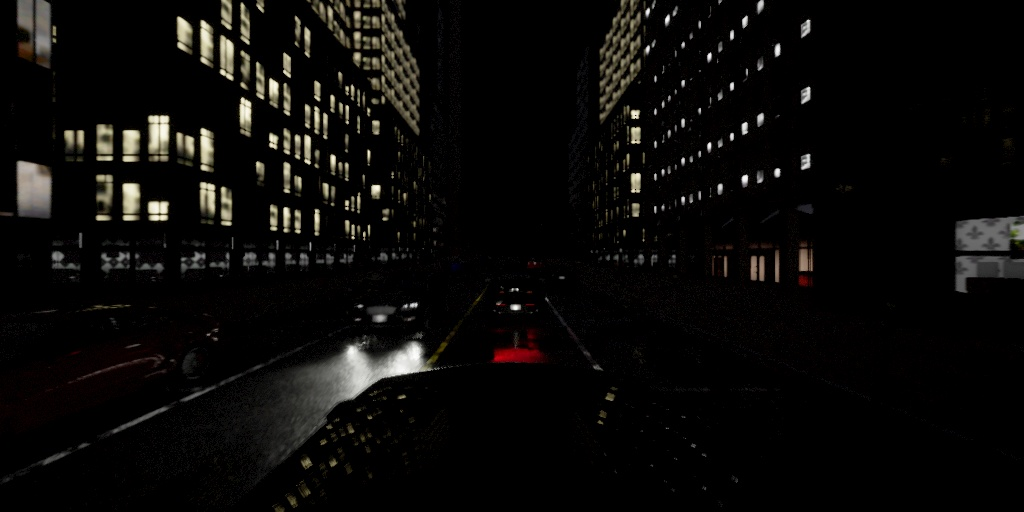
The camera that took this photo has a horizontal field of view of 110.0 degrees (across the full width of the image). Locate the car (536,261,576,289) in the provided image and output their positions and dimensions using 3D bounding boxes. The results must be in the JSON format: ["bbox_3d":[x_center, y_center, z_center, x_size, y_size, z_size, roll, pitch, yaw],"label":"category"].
[{"bbox_3d":[2.695,1.194,21.462,1.948,1.339,4.313,0,0,0],"label":"car"}]

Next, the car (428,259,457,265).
[{"bbox_3d":[-5.684,1.137,27.169,1.888,1.381,4.507,0,0,0],"label":"car"}]

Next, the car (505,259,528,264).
[{"bbox_3d":[0.107,1.176,29.896,1.895,1.301,4.718,0,0,0],"label":"car"}]

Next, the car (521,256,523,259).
[{"bbox_3d":[2.705,0.989,55.613,1.802,1.307,4.207,0,0,0],"label":"car"}]

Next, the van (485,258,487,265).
[{"bbox_3d":[-5.674,0.708,61.322,1.690,1.789,3.998,0,0,0],"label":"van"}]

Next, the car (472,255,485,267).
[{"bbox_3d":[-5.676,0.846,55.629,1.967,1.591,4.097,0,0,0],"label":"car"}]

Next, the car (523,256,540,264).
[{"bbox_3d":[2.702,0.922,44.228,1.967,1.591,4.097,0,0,0],"label":"car"}]

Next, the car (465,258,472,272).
[{"bbox_3d":[-5.681,1.101,38.554,1.802,1.307,4.207,0,0,0],"label":"car"}]

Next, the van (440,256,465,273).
[{"bbox_3d":[-5.682,0.896,32.861,1.690,1.789,3.998,0,0,0],"label":"van"}]

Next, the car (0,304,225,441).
[{"bbox_3d":[-5.690,1.315,4.399,1.802,1.307,4.207,0,0,0],"label":"car"}]

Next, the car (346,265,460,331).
[{"bbox_3d":[-3.090,1.185,10.841,2.128,1.511,4.902,0,0,0],"label":"car"}]

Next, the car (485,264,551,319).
[{"bbox_3d":[0.103,1.188,12.534,1.837,1.490,4.892,0,0,0],"label":"car"}]
